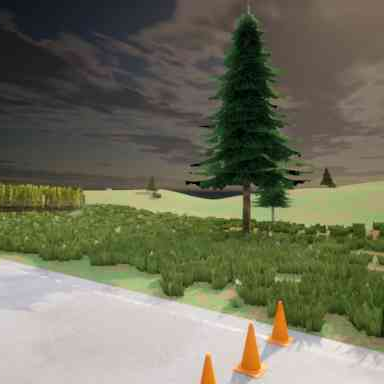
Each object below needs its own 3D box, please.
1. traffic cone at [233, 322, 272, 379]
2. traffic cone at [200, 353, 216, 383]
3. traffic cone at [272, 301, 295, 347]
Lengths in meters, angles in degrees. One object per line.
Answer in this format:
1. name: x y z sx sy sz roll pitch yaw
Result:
1. traffic cone: 0.751 1.955 4.226 0.340 0.580 0.340 0 0 36
2. traffic cone: 0.167 1.955 3.415 0.340 0.580 0.340 0 0 36
3. traffic cone: 1.336 1.955 5.038 0.340 0.580 0.340 0 0 36
